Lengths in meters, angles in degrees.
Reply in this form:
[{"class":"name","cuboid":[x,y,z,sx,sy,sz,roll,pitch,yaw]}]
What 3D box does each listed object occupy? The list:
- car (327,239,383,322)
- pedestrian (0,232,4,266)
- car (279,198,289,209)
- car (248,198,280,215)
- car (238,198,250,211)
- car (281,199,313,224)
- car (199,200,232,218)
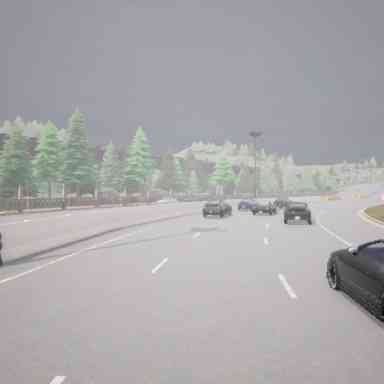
[{"class":"car","cuboid":[4.091,1.564,6.272,1.994,1.385,4.181,0,0,5]},{"class":"pedestrian","cuboid":[-5.831,1.574,10.005,0.375,1.300,0.375,0,0,7]},{"class":"car","cuboid":[11.831,1.505,42.789,1.837,1.490,4.892,0,0,29]},{"class":"car","cuboid":[7.347,1.601,33.482,1.895,1.301,4.718,0,0,22]},{"class":"car","cuboid":[7.094,1.526,41.140,1.812,1.442,4.674,0,0,27]},{"class":"car","cuboid":[7.956,1.505,25.026,1.837,1.490,4.892,0,0,18]},{"class":"car","cuboid":[2.395,1.491,30.333,2.128,1.511,4.902,0,0,19]}]
